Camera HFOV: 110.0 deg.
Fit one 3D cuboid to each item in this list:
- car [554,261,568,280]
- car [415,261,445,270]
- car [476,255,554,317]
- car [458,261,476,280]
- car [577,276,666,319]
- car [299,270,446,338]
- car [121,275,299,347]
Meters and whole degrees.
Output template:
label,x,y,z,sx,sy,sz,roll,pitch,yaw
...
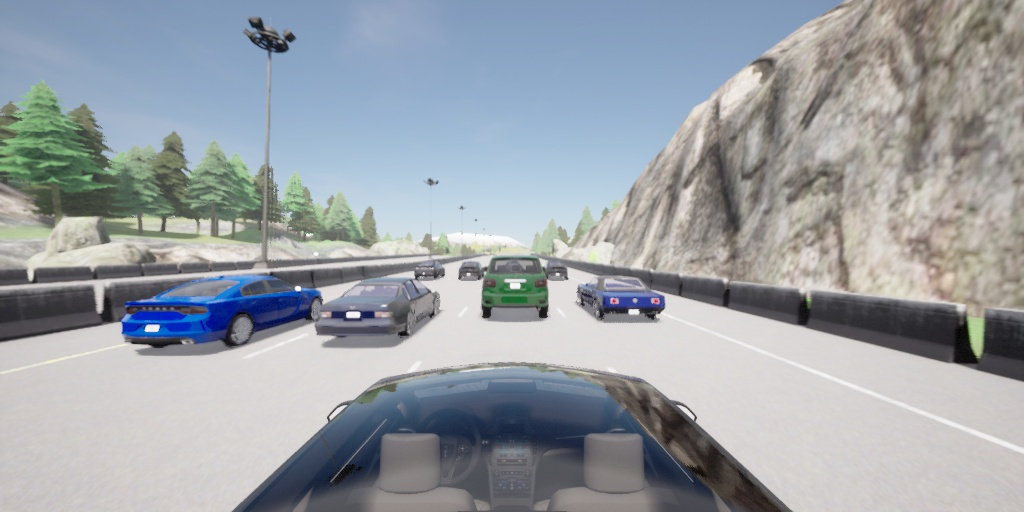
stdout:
label,x,y,z,sx,sy,sz,roll,pitch,yaw
car,3.593,1.178,30.608,1.837,1.490,4.892,0,1,0
car,-6.907,1.165,30.471,2.128,1.511,4.902,0,1,0
car,0.097,0.978,13.327,2.150,2.045,5.566,0,0,0
car,-3.407,1.178,30.597,1.837,1.490,4.892,0,1,0
car,3.597,1.358,12.784,1.895,1.301,4.718,0,0,0
car,-3.403,1.306,10.191,2.033,1.411,5.357,0,0,0
car,-6.902,1.236,9.356,1.882,1.535,5.008,0,0,0
